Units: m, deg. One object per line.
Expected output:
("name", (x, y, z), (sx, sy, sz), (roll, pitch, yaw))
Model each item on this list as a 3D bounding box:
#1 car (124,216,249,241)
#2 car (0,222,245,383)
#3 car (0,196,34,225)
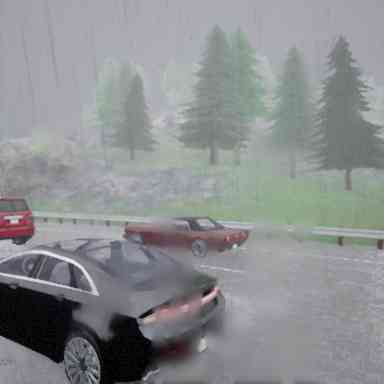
("car", (-0.391, 1.572, 12.601), (4.718, 1.301, 1.895), (0, 0, 33))
("car", (-1.836, 1.480, 5.131), (4.902, 1.511, 2.128), (0, 0, 34))
("car", (-8.919, 1.194, 13.861), (5.566, 2.045, 2.150), (0, 0, 32))
